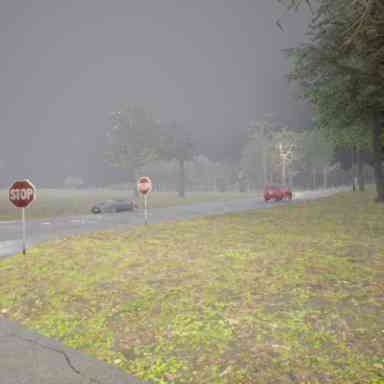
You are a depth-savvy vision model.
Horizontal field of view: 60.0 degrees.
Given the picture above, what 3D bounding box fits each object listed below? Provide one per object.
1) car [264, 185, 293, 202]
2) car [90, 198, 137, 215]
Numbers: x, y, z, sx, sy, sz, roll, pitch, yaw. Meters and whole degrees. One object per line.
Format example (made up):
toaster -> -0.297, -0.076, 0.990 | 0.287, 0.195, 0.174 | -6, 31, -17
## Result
car -> 10.993, 0.141, 42.207 | 2.150, 2.045, 5.566 | -3, 0, 34
car -> -6.712, 1.236, 28.745 | 1.994, 1.385, 4.181 | -3, 0, 34
